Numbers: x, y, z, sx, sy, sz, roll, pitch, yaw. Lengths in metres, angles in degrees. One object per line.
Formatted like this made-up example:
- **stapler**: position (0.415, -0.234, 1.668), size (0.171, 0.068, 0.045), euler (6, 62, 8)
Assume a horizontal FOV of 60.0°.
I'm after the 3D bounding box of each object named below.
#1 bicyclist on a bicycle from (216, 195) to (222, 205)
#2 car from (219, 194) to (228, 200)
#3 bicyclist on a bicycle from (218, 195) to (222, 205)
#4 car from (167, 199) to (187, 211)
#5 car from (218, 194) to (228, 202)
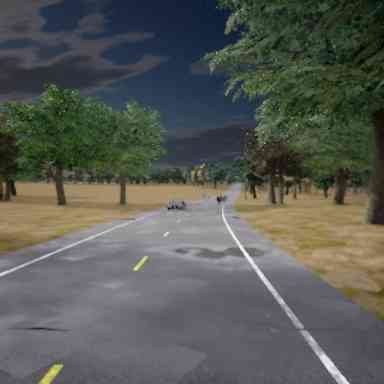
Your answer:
- **bicyclist on a bicycle**: position (3.855, 1.341, 49.417), size (0.659, 1.776, 1.843), euler (0, 0, 7)
- **car**: position (8.572, 1.275, 89.520), size (2.033, 1.411, 5.357), euler (0, 0, 9)
- **bicyclist on a bicycle**: position (4.938, 1.411, 58.158), size (0.582, 1.620, 1.656), euler (0, 0, 8)
- **car**: position (-1.739, 1.529, 39.225), size (1.994, 1.385, 4.181), euler (0, 0, 5)
- **car**: position (6.775, 1.443, 77.291), size (2.128, 1.511, 4.902), euler (0, 0, 9)
